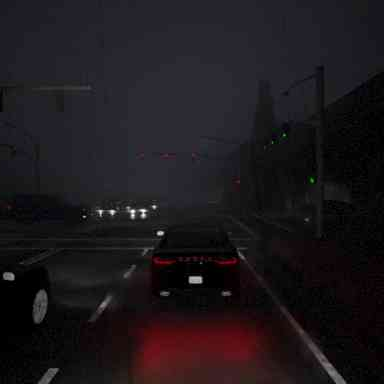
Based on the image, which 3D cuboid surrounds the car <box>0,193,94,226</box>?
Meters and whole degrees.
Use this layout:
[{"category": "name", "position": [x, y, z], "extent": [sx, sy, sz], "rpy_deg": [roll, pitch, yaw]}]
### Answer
[{"category": "car", "position": [-9.789, 1.221, 23.181], "extent": [5.566, 2.045, 2.150], "rpy_deg": [0, 0, -2]}]

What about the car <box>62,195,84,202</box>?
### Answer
[{"category": "car", "position": [-24.888, 1.395, 69.503], "extent": [3.806, 1.475, 1.970], "rpy_deg": [0, 0, 0]}]

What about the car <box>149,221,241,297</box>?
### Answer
[{"category": "car", "position": [0.070, 1.478, 8.635], "extent": [1.882, 1.535, 5.008], "rpy_deg": [0, 0, 0]}]

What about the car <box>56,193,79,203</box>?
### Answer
[{"category": "car", "position": [-24.903, 1.156, 66.608], "extent": [3.866, 1.878, 1.905], "rpy_deg": [0, 0, 0]}]

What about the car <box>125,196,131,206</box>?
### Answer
[{"category": "car", "position": [-10.513, 1.352, 53.077], "extent": [2.097, 1.767, 4.553], "rpy_deg": [0, 0, 2]}]

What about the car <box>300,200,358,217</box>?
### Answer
[{"category": "car", "position": [12.661, 1.478, 30.894], "extent": [5.008, 1.535, 1.882], "rpy_deg": [0, 0, 0]}]

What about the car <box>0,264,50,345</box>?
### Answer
[{"category": "car", "position": [-3.440, 1.478, 3.903], "extent": [1.882, 1.535, 5.008], "rpy_deg": [0, 0, 0]}]

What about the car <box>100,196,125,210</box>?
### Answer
[{"category": "car", "position": [-10.705, 1.505, 44.077], "extent": [1.837, 1.490, 4.892], "rpy_deg": [0, 0, 1]}]

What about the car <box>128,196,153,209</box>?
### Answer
[{"category": "car", "position": [-7.157, 1.601, 46.712], "extent": [1.895, 1.301, 4.718], "rpy_deg": [0, 0, 1]}]

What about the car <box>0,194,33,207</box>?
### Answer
[{"category": "car", "position": [-24.888, 1.156, 46.985], "extent": [3.866, 1.878, 1.905], "rpy_deg": [0, 0, 0]}]

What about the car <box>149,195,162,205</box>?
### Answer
[{"category": "car", "position": [-6.910, 1.352, 56.520], "extent": [2.097, 1.767, 4.553], "rpy_deg": [0, 0, 2]}]

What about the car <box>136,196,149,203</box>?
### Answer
[{"category": "car", "position": [-10.062, 1.525, 67.458], "extent": [1.812, 1.442, 4.674], "rpy_deg": [0, 0, 2]}]

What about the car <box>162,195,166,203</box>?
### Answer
[{"category": "car", "position": [-6.521, 1.351, 68.578], "extent": [2.097, 1.767, 4.553], "rpy_deg": [0, 0, 2]}]
